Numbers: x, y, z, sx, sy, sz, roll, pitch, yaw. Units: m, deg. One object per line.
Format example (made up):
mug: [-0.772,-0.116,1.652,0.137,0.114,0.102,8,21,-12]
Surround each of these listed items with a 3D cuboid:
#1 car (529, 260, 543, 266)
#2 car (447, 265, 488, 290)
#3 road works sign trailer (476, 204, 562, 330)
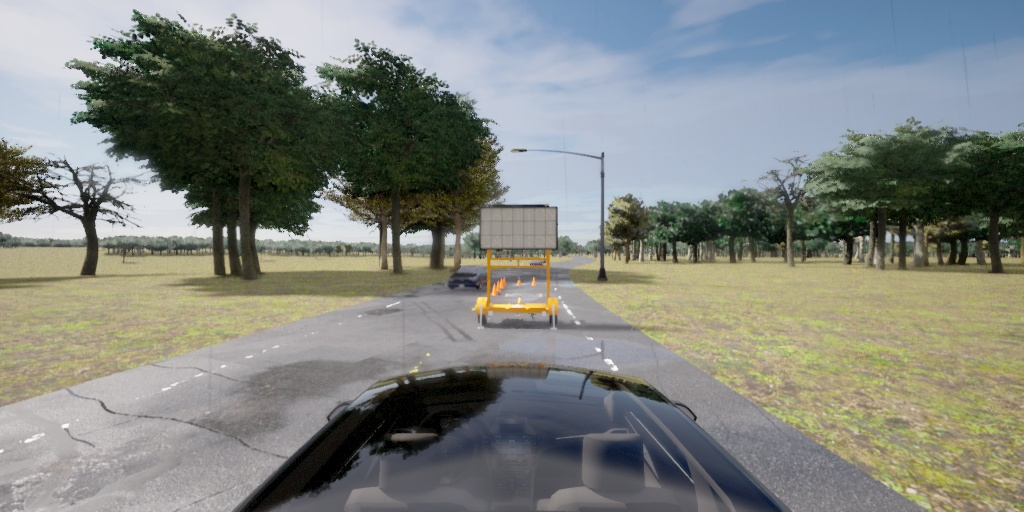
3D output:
car: [4.383,1.291,64.893,1.812,1.442,4.674,0,0,14]
car: [-2.604,1.295,22.798,2.033,1.411,5.357,0,0,5]
road works sign trailer: [0.205,0.211,11.159,2.380,3.560,2.880,0,0,3]
